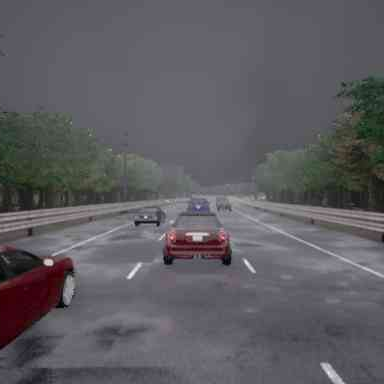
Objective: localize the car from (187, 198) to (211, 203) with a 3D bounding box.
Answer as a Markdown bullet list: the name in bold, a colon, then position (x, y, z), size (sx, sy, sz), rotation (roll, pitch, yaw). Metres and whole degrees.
- **car**: position (0.687, 1.572, 33.644), size (2.150, 2.045, 5.566), rotation (0, -1, 2)

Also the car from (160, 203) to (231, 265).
- **car**: position (0.195, 1.462, 12.315), size (2.097, 1.767, 4.553), rotation (0, -1, 1)

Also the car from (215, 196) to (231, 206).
- **car**: position (4.820, 1.919, 50.435), size (2.097, 1.767, 4.553), rotation (0, -1, 3)

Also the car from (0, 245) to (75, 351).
- **car**: position (-3.377, 1.517, 5.004), size (1.882, 1.535, 5.008), rotation (0, 0, 0)

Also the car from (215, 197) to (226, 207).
- **car**: position (6.182, 2.052, 72.306), size (2.150, 2.045, 5.566), rotation (0, -1, 4)

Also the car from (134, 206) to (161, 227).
- **car**: position (-3.073, 1.789, 25.111), size (2.033, 1.411, 5.357), rotation (0, -1, 2)
